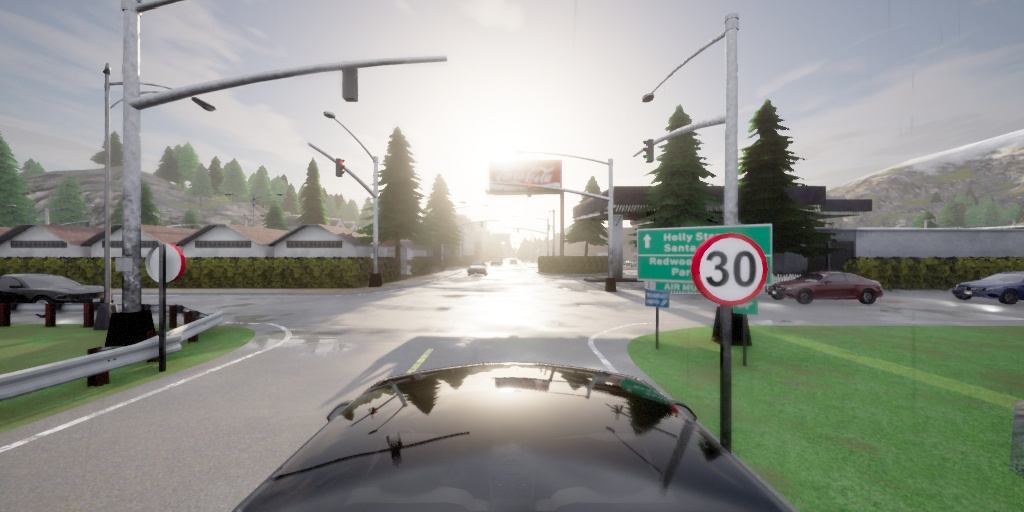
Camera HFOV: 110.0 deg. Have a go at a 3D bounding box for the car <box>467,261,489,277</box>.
[{"bbox_3d":[-3.470,1.293,36.980,1.812,1.442,4.674,1,1,0],"label":"car"}]

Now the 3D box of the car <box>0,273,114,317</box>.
[{"bbox_3d":[-18.330,1.419,13.722,5.008,1.535,1.882,0,0,1],"label":"car"}]

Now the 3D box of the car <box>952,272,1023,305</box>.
[{"bbox_3d":[23.931,1.467,16.947,4.674,1.442,1.812,0,0,1],"label":"car"}]

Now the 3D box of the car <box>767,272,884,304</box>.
[{"bbox_3d":[14.797,1.467,17.039,4.674,1.442,1.812,0,0,0],"label":"car"}]
